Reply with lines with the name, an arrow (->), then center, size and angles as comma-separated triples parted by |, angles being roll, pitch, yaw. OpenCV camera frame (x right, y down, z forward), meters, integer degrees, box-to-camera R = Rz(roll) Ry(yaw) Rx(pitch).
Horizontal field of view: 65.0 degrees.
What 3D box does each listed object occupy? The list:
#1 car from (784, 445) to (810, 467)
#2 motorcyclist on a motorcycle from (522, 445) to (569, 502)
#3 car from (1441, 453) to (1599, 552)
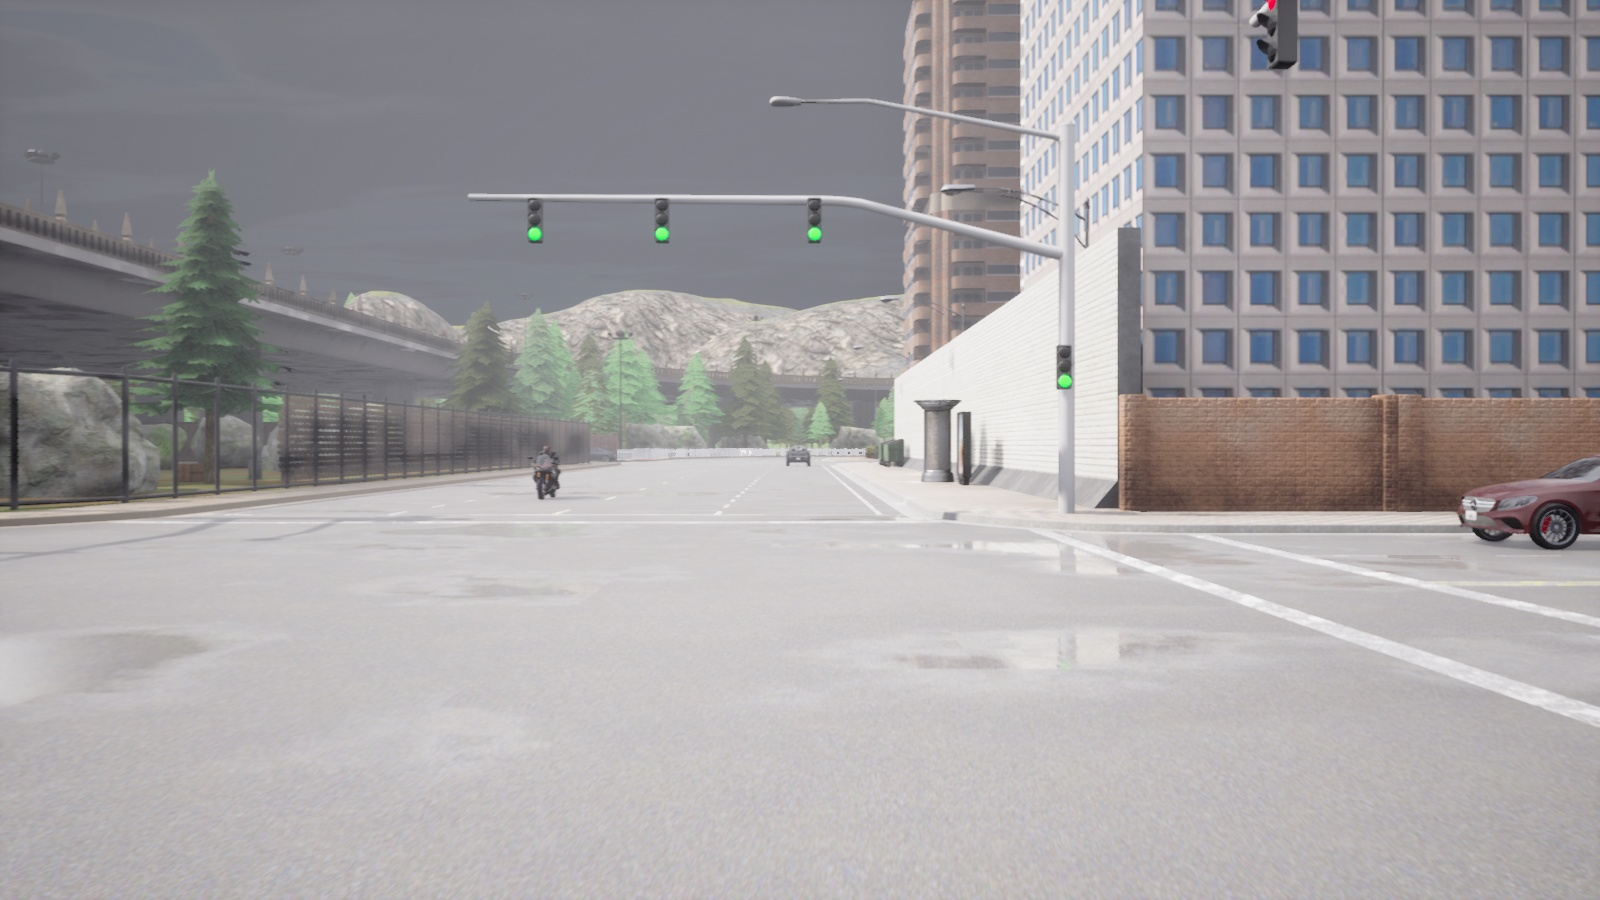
car -> -0.200, 0.402, 89.241 | 1.816, 1.474, 4.193 | 0, 0, 0
motorcyclist on a motorcycle -> -7.080, 0.631, 34.969 | 0.866, 1.530, 2.191 | 0, 0, 0
car -> 12.606, 0.769, 19.218 | 4.674, 1.442, 1.812 | 0, 0, 0
